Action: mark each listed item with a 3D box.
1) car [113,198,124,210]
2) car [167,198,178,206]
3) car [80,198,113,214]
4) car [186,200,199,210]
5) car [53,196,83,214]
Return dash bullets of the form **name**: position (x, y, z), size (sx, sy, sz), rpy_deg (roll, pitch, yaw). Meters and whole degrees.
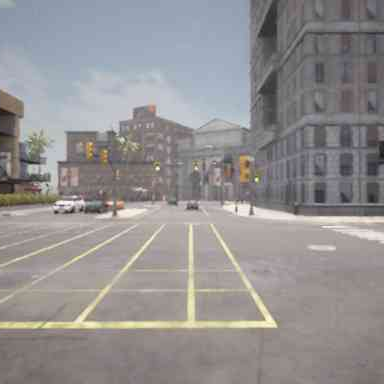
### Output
- **car**: position (-11.564, 1.726, 49.654), size (2.097, 1.767, 4.553), rpy_deg (0, 0, 0)
- **car**: position (-3.951, 2.015, 66.598), size (1.837, 1.490, 4.892), rpy_deg (0, 0, -8)
- **car**: position (-11.553, 1.783, 40.517), size (1.882, 1.535, 5.008), rpy_deg (0, 0, 1)
- **car**: position (0.065, 1.927, 50.353), size (2.033, 1.411, 5.357), rpy_deg (0, 0, 0)
- **car**: position (-15.043, 1.530, 41.042), size (2.150, 2.045, 5.566), rpy_deg (0, 0, 0)
